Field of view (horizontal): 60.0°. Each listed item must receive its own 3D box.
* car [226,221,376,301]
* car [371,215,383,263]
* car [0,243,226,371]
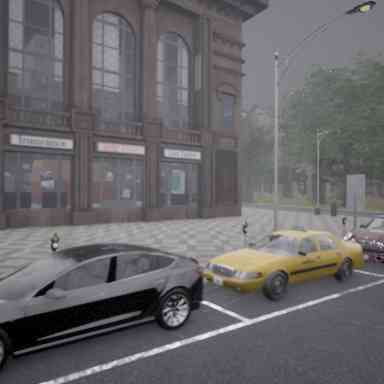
[{"bbox_3d":[2.514,1.578,8.451,4.829,1.417,1.752,1,0,-36],"label":"car"},{"bbox_3d":[7.075,1.536,11.712,4.097,1.590,1.967,1,0,-36],"label":"car"},{"bbox_3d":[-1.772,1.578,5.387,4.313,1.339,1.947,1,0,-36],"label":"car"}]
